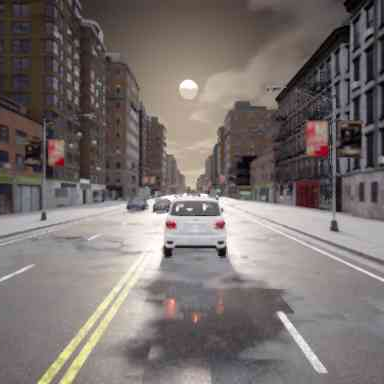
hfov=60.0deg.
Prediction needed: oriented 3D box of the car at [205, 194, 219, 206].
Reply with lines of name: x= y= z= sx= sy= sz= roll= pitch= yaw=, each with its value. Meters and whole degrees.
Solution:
car: x=3.408 y=1.325 z=56.798 sx=2.097 sy=1.767 sz=4.553 roll=0 pitch=0 yaw=0

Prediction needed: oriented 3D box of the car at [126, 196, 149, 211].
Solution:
car: x=-6.535 y=1.325 z=40.281 sx=2.097 sy=1.767 sz=4.553 roll=0 pitch=0 yaw=0

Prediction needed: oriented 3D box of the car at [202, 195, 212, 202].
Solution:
car: x=3.329 y=1.484 z=74.494 sx=2.128 sy=1.511 sz=4.902 roll=0 pitch=0 yaw=0

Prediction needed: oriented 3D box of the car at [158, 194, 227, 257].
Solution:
car: x=0.114 y=1.216 z=13.062 sx=2.150 sy=2.045 sz=5.566 roll=0 pitch=0 yaw=0

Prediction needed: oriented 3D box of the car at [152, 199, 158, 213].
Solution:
car: x=-3.295 y=1.482 z=36.986 sx=1.837 sy=1.490 sz=4.892 roll=0 pitch=0 yaw=0
